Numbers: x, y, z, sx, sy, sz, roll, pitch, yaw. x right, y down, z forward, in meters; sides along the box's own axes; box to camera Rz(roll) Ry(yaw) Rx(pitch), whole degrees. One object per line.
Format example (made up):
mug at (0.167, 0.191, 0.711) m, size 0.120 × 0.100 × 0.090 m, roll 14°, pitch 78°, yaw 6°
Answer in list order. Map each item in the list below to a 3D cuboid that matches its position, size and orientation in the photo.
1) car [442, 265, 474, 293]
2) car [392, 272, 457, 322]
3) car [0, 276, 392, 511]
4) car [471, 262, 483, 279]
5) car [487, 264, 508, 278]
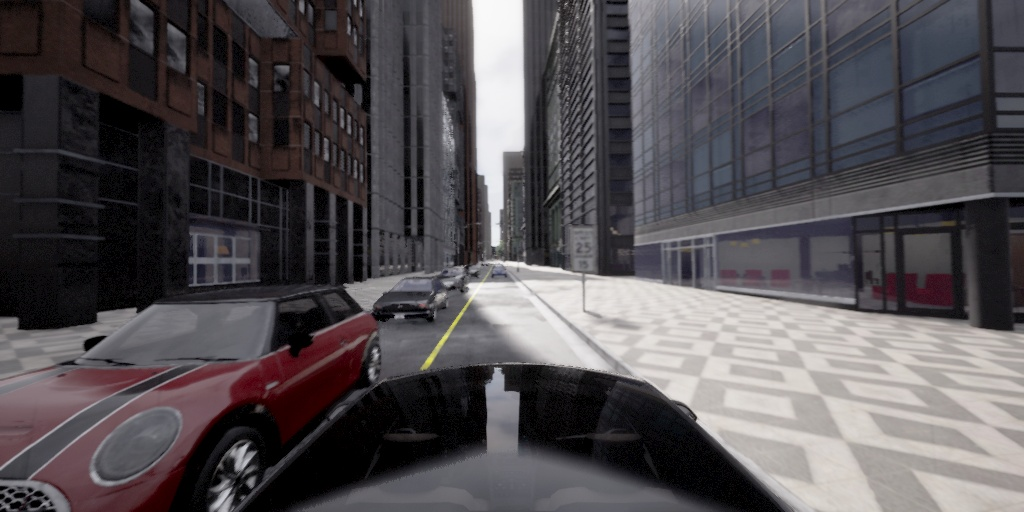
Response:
car at (-3.938, 1.584, 23.928) m, size 2.128 × 1.511 × 4.902 m, roll -1°, pitch -1°, yaw -2°
car at (-3.515, 1.500, 13.547) m, size 2.033 × 1.411 × 5.357 m, roll -1°, pitch -1°, yaw -2°
car at (-3.124, 1.172, 4.012) m, size 2.097 × 1.767 × 4.553 m, roll -1°, pitch -1°, yaw -2°
car at (-4.504, 1.786, 39.914) m, size 1.837 × 1.490 × 4.892 m, roll -1°, pitch -1°, yaw -2°
car at (-1.499, 1.823, 42.394) m, size 2.033 × 1.411 × 5.357 m, roll -1°, pitch -1°, yaw -2°
